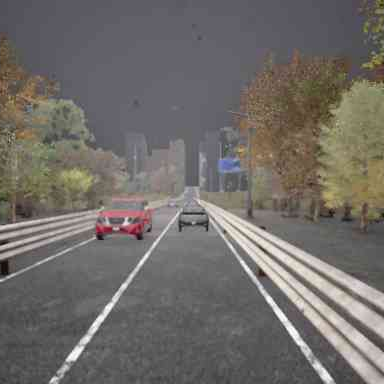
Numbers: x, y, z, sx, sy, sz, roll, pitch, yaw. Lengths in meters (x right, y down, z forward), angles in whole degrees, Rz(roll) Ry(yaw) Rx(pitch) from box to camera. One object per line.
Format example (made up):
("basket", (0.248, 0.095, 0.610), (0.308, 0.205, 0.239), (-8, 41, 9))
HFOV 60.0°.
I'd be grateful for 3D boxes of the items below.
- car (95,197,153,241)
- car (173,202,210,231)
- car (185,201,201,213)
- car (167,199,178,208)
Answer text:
("car", (-3.346, 1.288, 17.407), (2.150, 2.045, 5.566), (0, 0, 0))
("car", (0.101, 1.590, 21.406), (2.128, 1.511, 4.902), (0, -1, 0))
("car", (0.104, 1.914, 42.952), (1.994, 1.385, 4.181), (0, -1, 0))
("car", (-3.302, 2.030, 58.078), (2.128, 1.511, 4.902), (0, -1, 0))
